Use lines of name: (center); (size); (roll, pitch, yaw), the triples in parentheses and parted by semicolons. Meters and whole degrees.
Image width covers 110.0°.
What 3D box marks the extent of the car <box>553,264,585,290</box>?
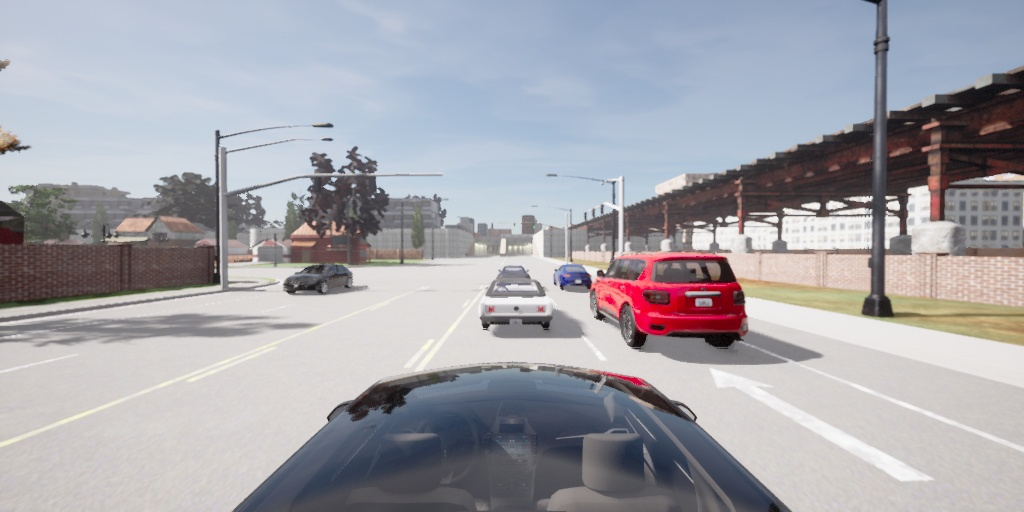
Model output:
car: (3.600, 1.199, 21.771); (1.812, 1.442, 4.674); (0, 0, 0)

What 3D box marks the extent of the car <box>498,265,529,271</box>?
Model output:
car: (0.101, 1.241, 21.338); (1.994, 1.385, 4.181); (0, 1, 0)

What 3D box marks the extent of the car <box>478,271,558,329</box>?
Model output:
car: (0.099, 1.327, 11.051); (1.895, 1.301, 4.718); (0, 0, 0)

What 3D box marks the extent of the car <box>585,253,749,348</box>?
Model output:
car: (3.595, 0.954, 9.354); (2.150, 2.045, 5.566); (0, 0, 1)

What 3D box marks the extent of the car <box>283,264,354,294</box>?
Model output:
car: (-10.503, 1.206, 19.851); (1.837, 1.490, 4.892); (0, 0, 0)
